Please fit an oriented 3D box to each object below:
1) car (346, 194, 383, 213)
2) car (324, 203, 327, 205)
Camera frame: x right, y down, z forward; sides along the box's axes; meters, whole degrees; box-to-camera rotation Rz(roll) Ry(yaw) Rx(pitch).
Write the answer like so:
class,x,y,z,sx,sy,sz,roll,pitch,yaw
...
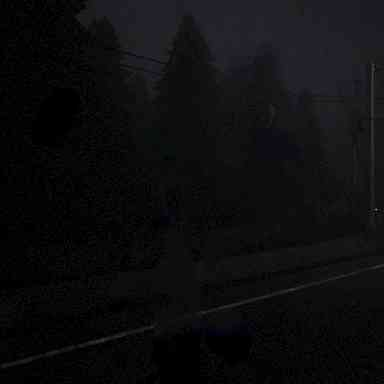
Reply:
class,x,y,z,sx,sy,sz,roll,pitch,yaw
car,18.050,1.221,34.025,2.150,2.045,5.566,0,0,-6
car,15.217,1.547,43.950,2.033,1.411,5.357,0,0,-27
